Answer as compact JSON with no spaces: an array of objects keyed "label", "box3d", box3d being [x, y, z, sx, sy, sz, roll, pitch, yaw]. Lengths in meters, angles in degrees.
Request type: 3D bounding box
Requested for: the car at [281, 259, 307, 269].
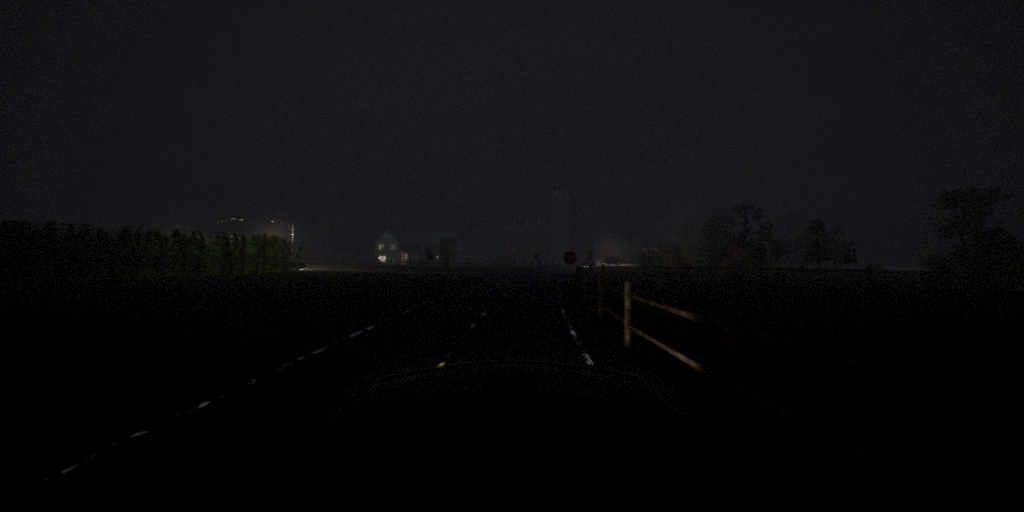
[{"label":"car","box3d":[-32.028,1.190,52.353,4.181,1.385,1.994,0,0,25]}]
